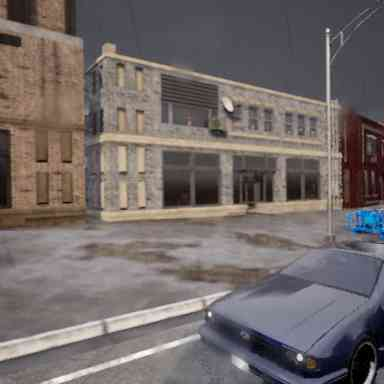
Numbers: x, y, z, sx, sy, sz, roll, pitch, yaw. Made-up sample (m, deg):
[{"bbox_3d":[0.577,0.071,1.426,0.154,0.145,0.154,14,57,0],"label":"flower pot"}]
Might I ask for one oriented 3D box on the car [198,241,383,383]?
[{"bbox_3d":[2.710,1.554,5.303,5.357,1.411,2.033,0,0,-35],"label":"car"}]
